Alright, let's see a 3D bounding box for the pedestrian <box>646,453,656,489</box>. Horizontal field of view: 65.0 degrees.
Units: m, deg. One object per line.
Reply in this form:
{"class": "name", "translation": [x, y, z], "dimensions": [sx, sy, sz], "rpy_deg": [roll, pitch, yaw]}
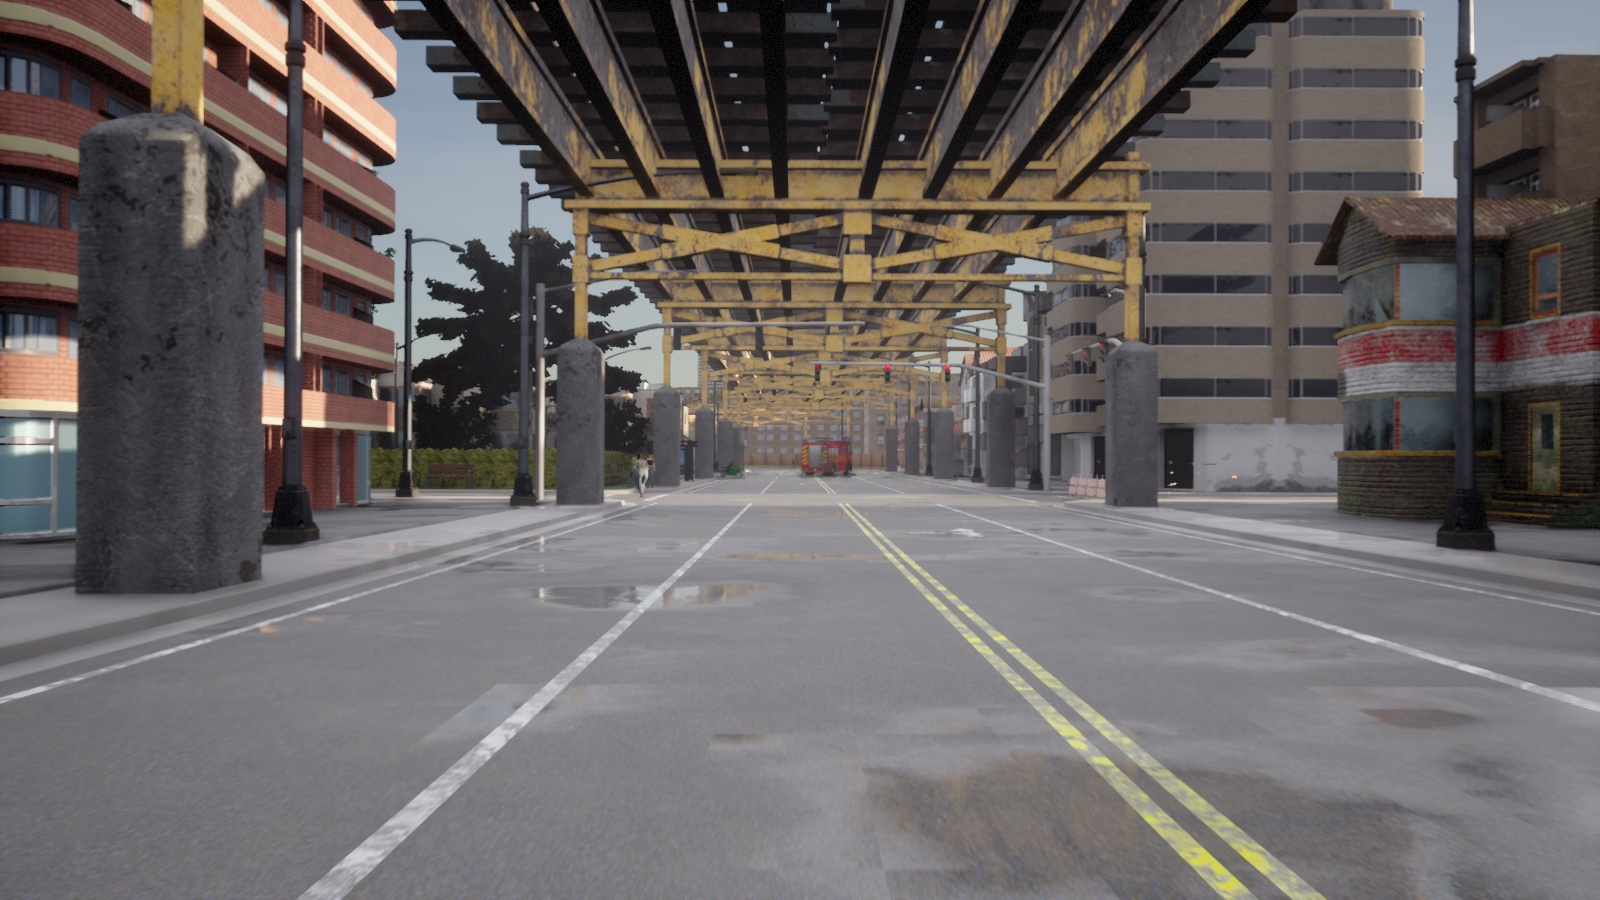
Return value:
{"class": "pedestrian", "translation": [-7.622, 1.077, 64.243], "dimensions": [0.345, 1.836, 0.594], "rpy_deg": [0, 0, -21]}

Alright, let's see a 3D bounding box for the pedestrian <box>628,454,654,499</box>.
{"class": "pedestrian", "translation": [-6.648, 1.101, 52.533], "dimensions": [0.874, 1.855, 0.900], "rpy_deg": [0, 0, -24]}
